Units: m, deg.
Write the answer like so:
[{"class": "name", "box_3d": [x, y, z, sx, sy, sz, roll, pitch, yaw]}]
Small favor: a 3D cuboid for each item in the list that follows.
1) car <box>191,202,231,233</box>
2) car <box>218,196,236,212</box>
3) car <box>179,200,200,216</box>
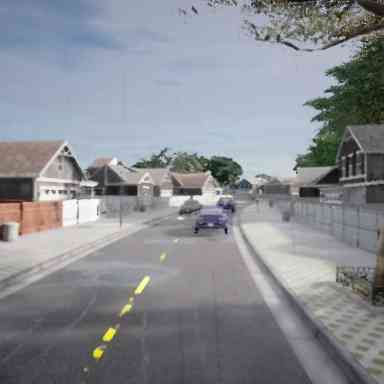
[{"class": "car", "box_3d": [1.188, 1.530, 19.607, 1.812, 1.442, 4.674, 0, 0, 5]}, {"class": "car", "box_3d": [4.036, 1.377, 38.887, 2.097, 1.767, 4.553, 0, 0, 11]}, {"class": "car", "box_3d": [-0.053, 1.522, 32.624, 1.837, 1.490, 4.892, 0, -1, 9]}]
